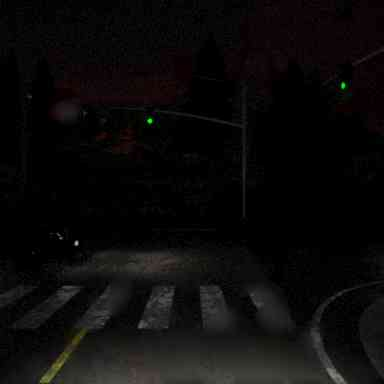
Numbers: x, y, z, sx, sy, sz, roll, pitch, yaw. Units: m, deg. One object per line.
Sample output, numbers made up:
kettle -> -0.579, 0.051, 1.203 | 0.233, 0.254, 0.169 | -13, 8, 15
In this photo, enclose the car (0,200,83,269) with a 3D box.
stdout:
car -> -6.484, 1.292, 10.728 | 5.566, 2.045, 2.150 | 0, 0, 0
